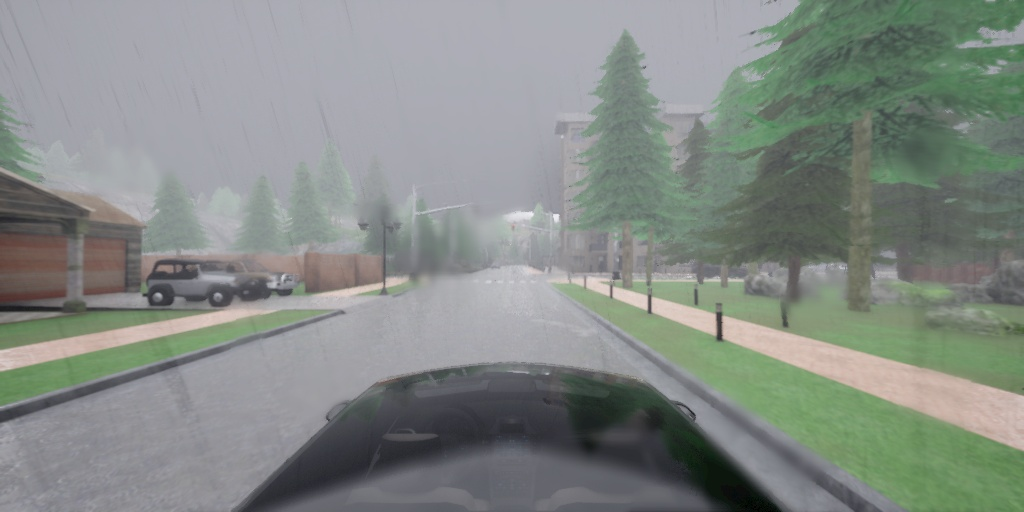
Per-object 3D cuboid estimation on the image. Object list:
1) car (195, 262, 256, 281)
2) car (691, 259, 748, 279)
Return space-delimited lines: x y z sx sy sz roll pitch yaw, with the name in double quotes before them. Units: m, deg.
"car" -31.042 1.648 38.952 4.674 1.442 1.812 0 -1 1
"car" 21.935 1.371 37.829 5.566 2.045 2.150 2 -1 1
